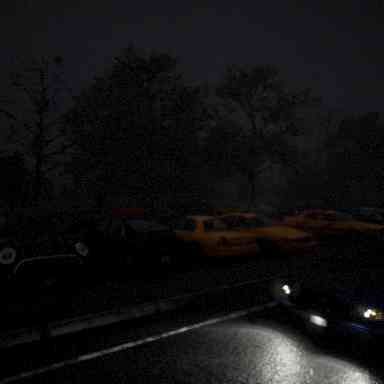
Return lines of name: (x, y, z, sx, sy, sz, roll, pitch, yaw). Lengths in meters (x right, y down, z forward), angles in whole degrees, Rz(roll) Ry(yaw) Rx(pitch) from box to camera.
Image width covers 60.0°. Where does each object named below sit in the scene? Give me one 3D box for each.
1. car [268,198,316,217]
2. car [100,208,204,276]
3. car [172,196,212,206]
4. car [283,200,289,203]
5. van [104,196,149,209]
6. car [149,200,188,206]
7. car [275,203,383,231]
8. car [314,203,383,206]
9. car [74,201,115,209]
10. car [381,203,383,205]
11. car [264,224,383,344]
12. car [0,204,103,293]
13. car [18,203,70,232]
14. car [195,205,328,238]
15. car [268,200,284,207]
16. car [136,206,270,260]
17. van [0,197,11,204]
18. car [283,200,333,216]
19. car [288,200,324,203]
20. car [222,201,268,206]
car: (10.643, 1.617, 35.692, 2.185, 1.767, 4.553, 1, 0, -35)
car: (-2.065, 1.499, 10.630, 2.231, 1.521, 4.892, 1, 0, -35)
car: (-0.558, 1.343, 27.762, 2.435, 2.045, 5.566, 1, 0, -35)
car: (8.517, 1.744, 34.113, 2.163, 1.488, 4.792, 1, 0, -35)
van: (-5.232, 1.310, 24.563, 1.878, 1.987, 4.442, 1, 0, -35)
car: (-2.788, 1.594, 26.115, 2.163, 1.488, 4.792, 1, 0, -35)
car: (7.094, 1.594, 16.891, 1.946, 1.575, 5.366, 1, 0, -35)
car: (9.248, 1.628, 18.651, 2.231, 1.521, 4.892, 1, 0, -35)
car: (-7.445, 1.542, 22.889, 2.163, 1.488, 4.792, 1, 0, -35)
car: (13.770, 1.436, 21.878, 2.435, 2.045, 5.566, 1, 0, -35)
car: (4.084, 1.578, 6.604, 5.357, 1.411, 2.033, 0, 0, -36)
car: (-4.355, 1.360, 9.055, 2.185, 1.767, 4.553, 0, 0, -35)
car: (-9.599, 1.525, 21.365, 2.163, 1.488, 4.792, 0, 0, -35)
car: (2.463, 1.536, 13.614, 1.946, 1.575, 5.366, 1, 0, -35)
car: (6.241, 1.724, 32.535, 2.002, 1.452, 4.674, 1, 0, -35)
car: (0.083, 1.513, 12.385, 1.946, 1.575, 5.366, 1, 0, -35)
van: (-11.766, 1.258, 19.663, 1.878, 1.987, 4.442, 0, 0, -36)
car: (12.925, 1.772, 37.262, 2.097, 1.535, 5.008, 1, 0, -35)
car: (9.568, 1.536, 24.309, 4.553, 1.767, 2.097, 1, 0, -35)
car: (4.085, 1.651, 30.786, 1.946, 1.575, 5.366, 1, 0, -35)
